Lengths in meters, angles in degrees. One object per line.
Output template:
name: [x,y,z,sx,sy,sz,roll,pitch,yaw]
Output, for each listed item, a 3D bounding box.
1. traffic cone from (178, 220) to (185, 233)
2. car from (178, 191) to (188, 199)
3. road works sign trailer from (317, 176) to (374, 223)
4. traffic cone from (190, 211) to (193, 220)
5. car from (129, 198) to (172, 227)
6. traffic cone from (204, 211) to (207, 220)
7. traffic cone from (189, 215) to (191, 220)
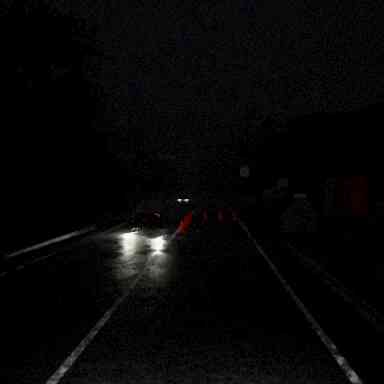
traffic cone: [-0.496,1.689,16.359,0.340,0.580,0.340,0,1,4]
car: [-1.735,0.564,62.055,2.033,1.411,5.357,-1,1,-5]
road works sign trailer: [7.917,0.300,18.565,3.560,2.380,2.880,-6,8,-42]
traffic cone: [-0.230,1.625,20.349,0.340,0.580,0.340,0,1,4]
car: [-2.375,1.143,20.020,1.882,1.535,5.008,0,1,4]
traffic cone: [0.899,1.598,22.271,0.340,0.580,0.340,0,1,4]
traffic cone: [-0.363,1.657,18.354,0.340,0.580,0.340,0,1,4]
